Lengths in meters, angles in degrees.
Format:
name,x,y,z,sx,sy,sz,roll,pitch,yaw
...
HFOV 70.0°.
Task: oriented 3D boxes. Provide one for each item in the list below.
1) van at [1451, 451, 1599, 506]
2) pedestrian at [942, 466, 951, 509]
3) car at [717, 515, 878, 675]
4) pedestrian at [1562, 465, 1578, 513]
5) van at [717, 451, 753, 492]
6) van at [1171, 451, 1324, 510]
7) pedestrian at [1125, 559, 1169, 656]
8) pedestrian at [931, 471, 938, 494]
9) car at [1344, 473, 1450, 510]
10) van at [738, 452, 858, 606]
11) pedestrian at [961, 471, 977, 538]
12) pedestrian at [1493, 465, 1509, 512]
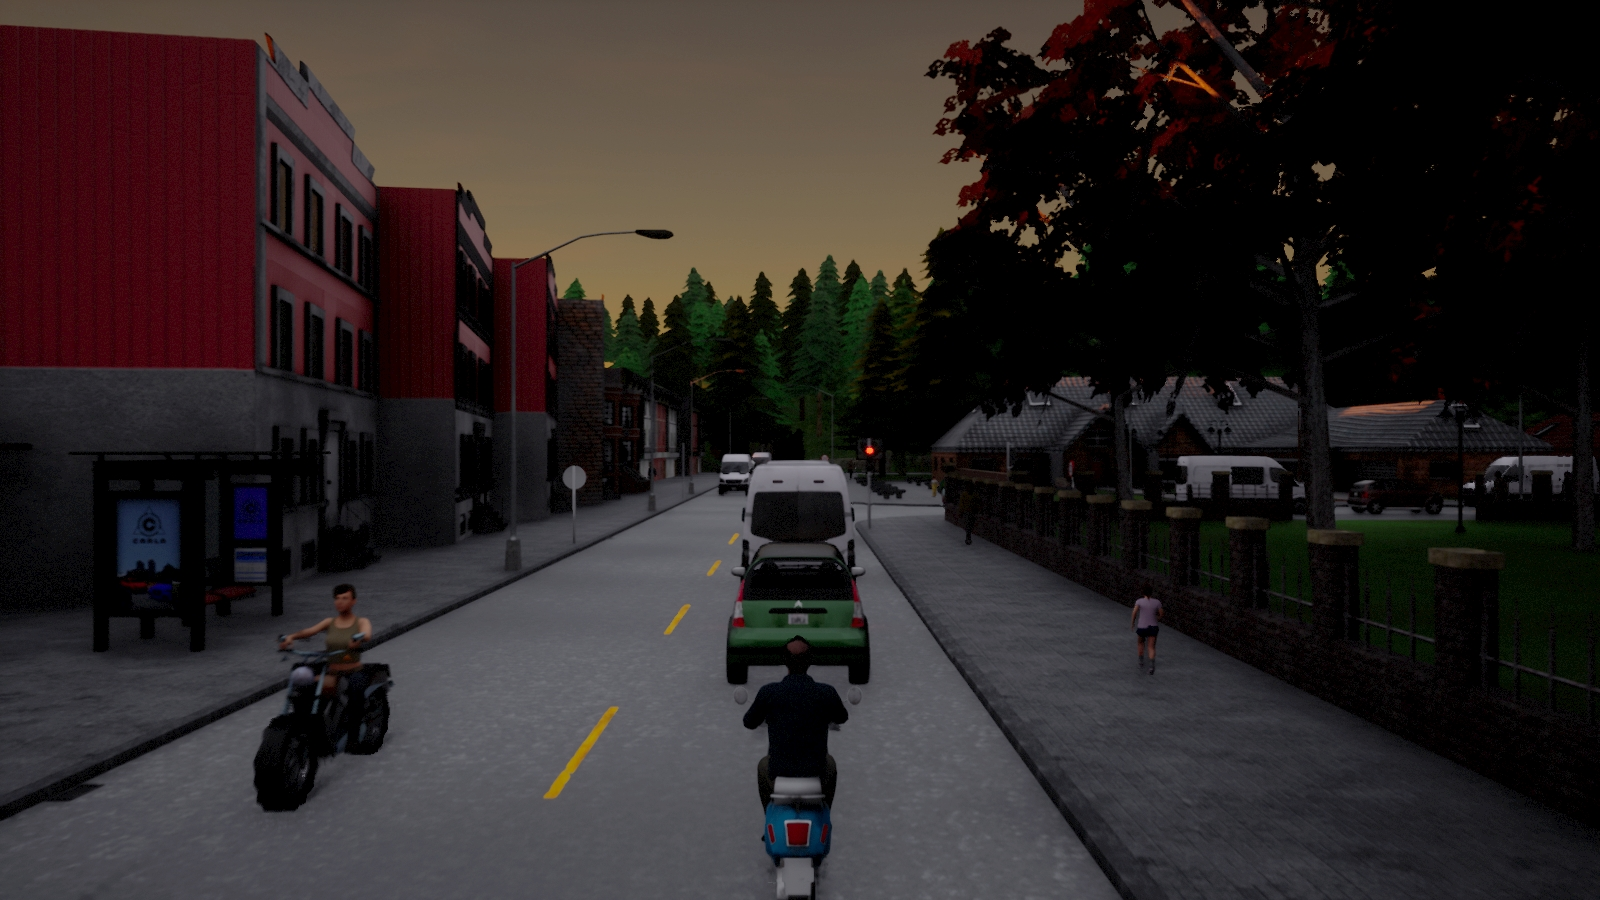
name,x,y,z,sx,sy,sz,roll,pitch,yaw
van,34.435,1.315,54.204,5.915,2.561,1.988,0,0,1
pedestrian,6.382,1.629,49.688,0.375,1.860,0.375,0,0,12
car,-0.025,1.780,15.136,1.851,1.617,3.988,0,0,0
pedestrian,30.312,1.525,44.988,0.375,1.860,0.375,0,0,-1
van,-4.122,1.315,73.644,1.988,2.561,5.915,0,0,0
van,19.576,1.315,50.137,5.915,2.561,1.988,0,0,1
pedestrian,4.230,1.905,13.944,0.500,1.100,0.500,0,0,15
pedestrian,7.528,1.804,64.033,0.375,1.300,0.375,0,0,1
car,26.113,1.806,50.077,3.705,1.549,1.789,0,0,0
van,-0.046,1.315,21.921,1.988,2.561,5.915,0,0,0
pedestrian,4.756,1.526,32.150,0.375,1.860,0.375,0,0,-2
pedestrian,27.815,1.525,45.327,0.375,1.860,0.375,0,0,-10
